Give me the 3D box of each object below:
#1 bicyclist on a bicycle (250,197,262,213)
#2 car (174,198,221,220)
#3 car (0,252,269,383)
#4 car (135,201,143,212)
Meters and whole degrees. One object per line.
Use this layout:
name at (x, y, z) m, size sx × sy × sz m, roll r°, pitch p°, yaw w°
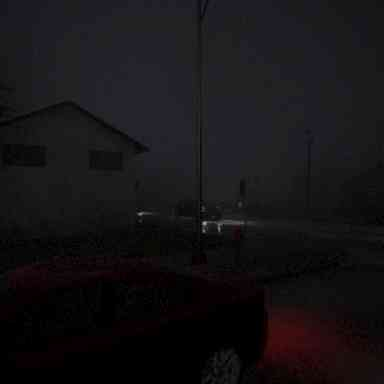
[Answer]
bicyclist on a bicycle at (6.488, 1.348, 33.700) m, size 1.656 × 1.620 × 0.582 m, roll 0°, pitch 0°, yaw -36°
car at (0.407, 1.352, 27.770) m, size 2.097 × 1.767 × 4.553 m, roll 0°, pitch 0°, yaw -36°
car at (-1.406, 1.477, 3.440) m, size 5.008 × 1.535 × 1.882 m, roll 0°, pitch 0°, yaw -34°
car at (-7.494, 1.491, 38.809) m, size 2.128 × 1.511 × 4.902 m, roll 0°, pitch 0°, yaw -36°
